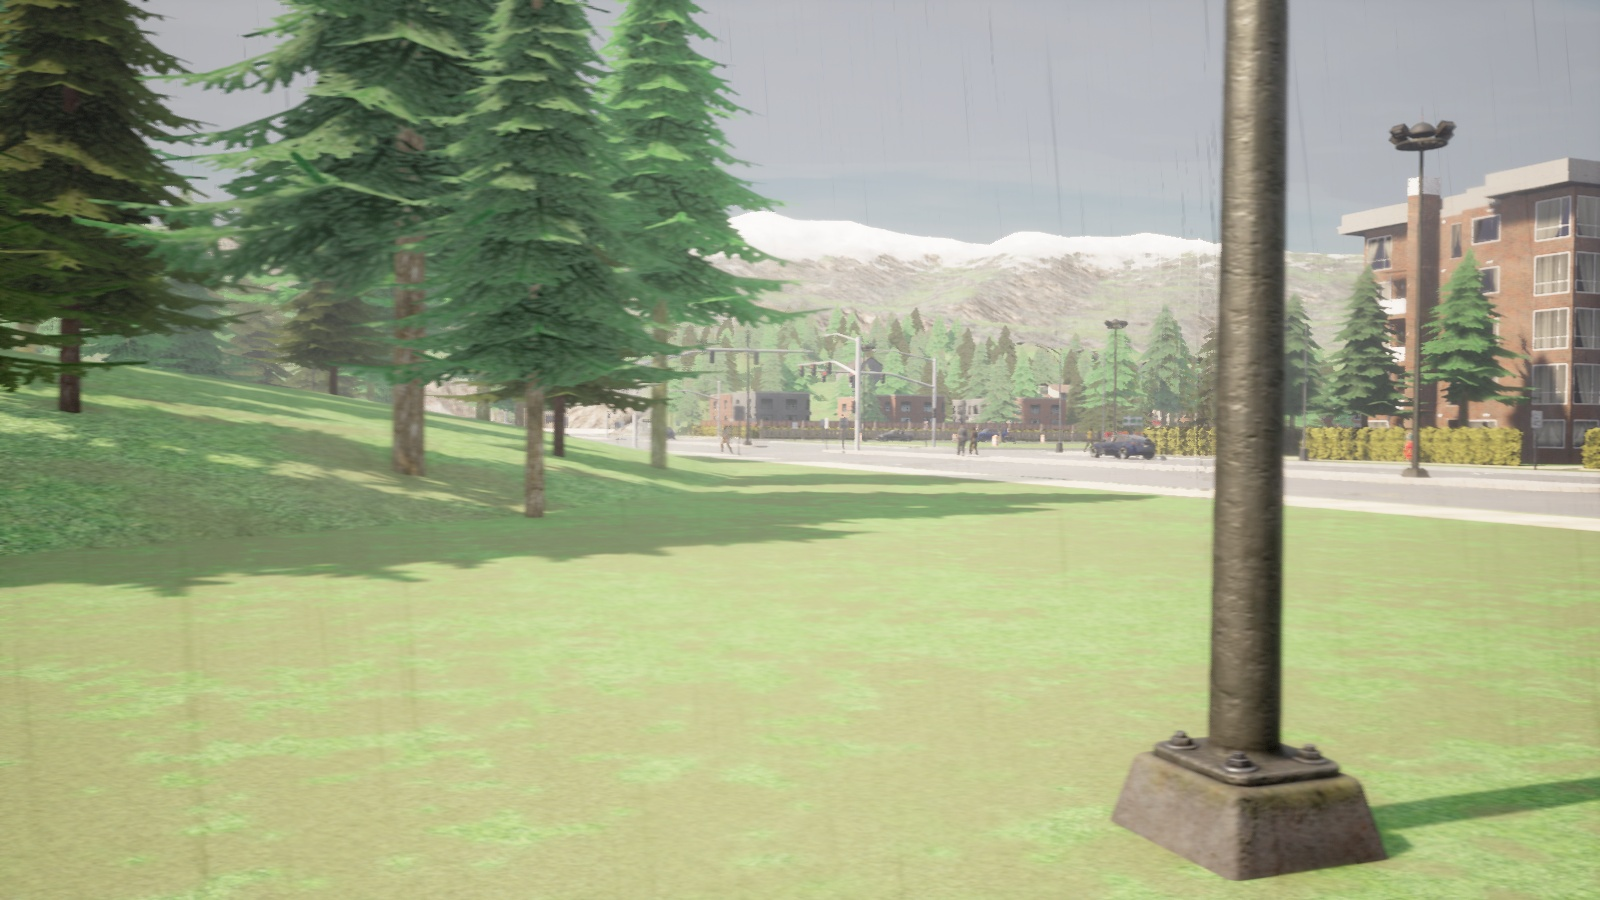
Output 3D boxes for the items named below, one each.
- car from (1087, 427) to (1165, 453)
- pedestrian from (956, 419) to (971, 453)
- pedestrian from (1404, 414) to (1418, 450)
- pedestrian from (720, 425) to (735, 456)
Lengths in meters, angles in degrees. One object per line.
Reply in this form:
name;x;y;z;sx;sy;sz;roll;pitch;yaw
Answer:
car;19.679;-0.641;76.087;2.163;1.488;4.792;-1;1;-21
pedestrian;8.975;-0.753;68.977;0.540;1.848;0.694;-1;1;-16
pedestrian;31.404;-0.938;64.536;0.345;1.836;0.594;-1;1;-21
pedestrian;-4.401;-0.588;76.142;0.694;1.848;0.540;-1;1;-31
